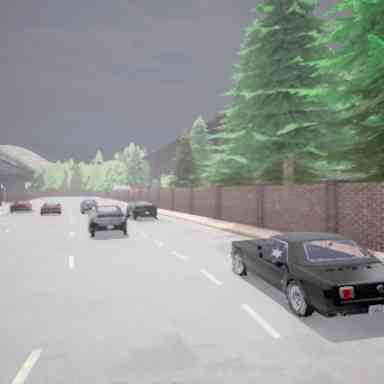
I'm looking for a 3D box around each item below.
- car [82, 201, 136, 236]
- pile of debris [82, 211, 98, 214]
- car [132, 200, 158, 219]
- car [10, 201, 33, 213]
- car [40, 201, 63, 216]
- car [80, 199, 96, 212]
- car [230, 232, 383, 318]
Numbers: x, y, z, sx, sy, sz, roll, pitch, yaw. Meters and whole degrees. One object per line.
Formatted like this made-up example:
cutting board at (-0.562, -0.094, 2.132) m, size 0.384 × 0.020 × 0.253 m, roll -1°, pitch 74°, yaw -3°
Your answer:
car at (-4.678, 1.463, 18.179) m, size 2.128 × 1.511 × 4.902 m, roll -1°, pitch 0°, yaw -19°
pile of debris at (-10.649, 2.135, 34.694) m, size 1.500 × 0.140 × 1.860 m, roll -1°, pitch 0°, yaw -20°
car at (-4.178, 1.405, 27.302) m, size 1.882 × 1.535 × 5.008 m, roll -1°, pitch 0°, yaw -20°
car at (-19.220, 1.631, 37.574) m, size 1.895 × 1.301 × 4.718 m, roll -1°, pitch 0°, yaw -20°
car at (-13.743, 1.598, 32.657) m, size 1.895 × 1.301 × 4.718 m, roll -1°, pitch 0°, yaw -20°
car at (-11.200, 1.502, 36.442) m, size 2.033 × 1.411 × 5.357 m, roll -1°, pitch 0°, yaw -20°
car at (2.408, 1.547, 7.366) m, size 1.895 × 1.301 × 4.718 m, roll -1°, pitch 0°, yaw -13°
